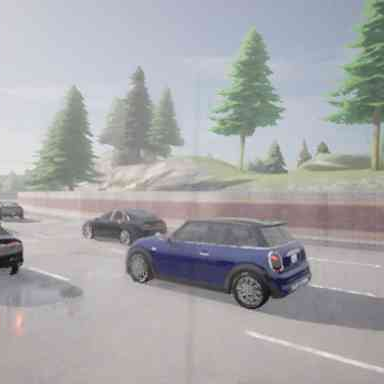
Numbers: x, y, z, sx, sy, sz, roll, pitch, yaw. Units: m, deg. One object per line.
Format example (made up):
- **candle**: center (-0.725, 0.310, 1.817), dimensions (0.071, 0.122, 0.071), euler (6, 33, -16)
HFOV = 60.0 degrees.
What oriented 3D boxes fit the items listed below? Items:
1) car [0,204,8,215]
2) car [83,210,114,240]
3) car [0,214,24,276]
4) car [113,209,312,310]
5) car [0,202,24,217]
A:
- **car**: center (-13.465, 1.595, 20.600), dimensions (2.033, 1.411, 5.357), euler (0, 0, -44)
- **car**: center (-3.319, 1.571, 15.845), dimensions (4.892, 1.490, 1.837), euler (0, 0, 41)
- **car**: center (-6.511, 1.513, 9.364), dimensions (4.902, 1.511, 2.128), euler (0, 0, 40)
- **car**: center (0.434, 1.397, 8.215), dimensions (4.553, 1.767, 2.097), euler (0, 0, 37)
- **car**: center (-15.914, 1.567, 28.504), dimensions (2.128, 1.511, 4.902), euler (0, 0, -41)
